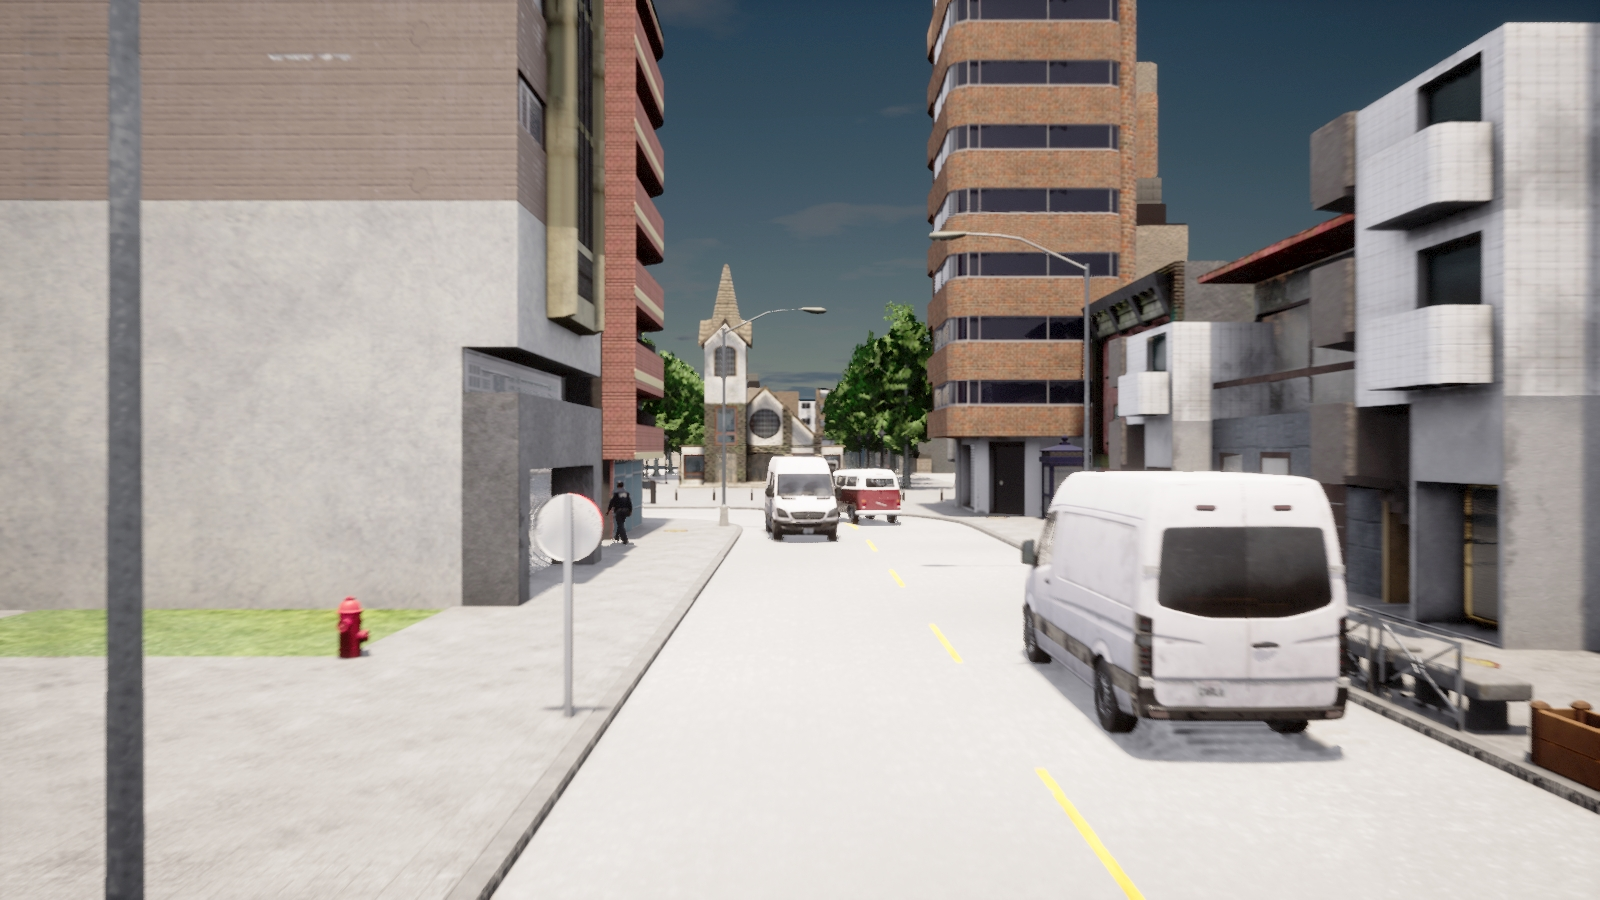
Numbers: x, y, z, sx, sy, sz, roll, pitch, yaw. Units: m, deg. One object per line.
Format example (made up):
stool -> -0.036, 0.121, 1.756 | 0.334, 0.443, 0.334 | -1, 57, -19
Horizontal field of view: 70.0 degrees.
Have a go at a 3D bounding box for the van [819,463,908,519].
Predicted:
van -> 2.383, 1.532, 44.117 | 2.069, 2.038, 4.480 | 0, 0, -16

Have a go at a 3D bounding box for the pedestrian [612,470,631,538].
pedestrian -> -4.971, 1.501, 31.814 | 0.375, 1.860, 0.375 | 0, 0, -33

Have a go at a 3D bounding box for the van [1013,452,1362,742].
van -> 3.991, 1.304, 13.093 | 1.988, 2.561, 5.915 | 0, 0, 0

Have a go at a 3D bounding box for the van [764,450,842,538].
van -> 0.009, 1.289, 36.595 | 1.988, 2.561, 5.915 | 0, 0, -5
